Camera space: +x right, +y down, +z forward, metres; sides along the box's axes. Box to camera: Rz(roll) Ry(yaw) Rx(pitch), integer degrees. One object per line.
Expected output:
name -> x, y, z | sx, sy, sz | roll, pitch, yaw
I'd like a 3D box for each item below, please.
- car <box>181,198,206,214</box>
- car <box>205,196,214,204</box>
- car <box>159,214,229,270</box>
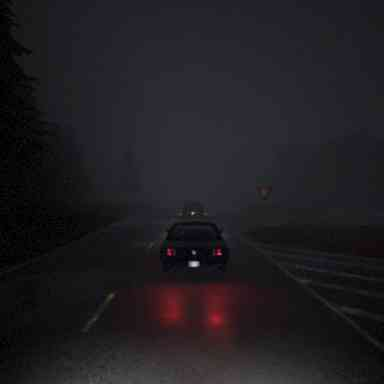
car -> 0.078, 1.489, 30.093 | 1.837, 1.490, 4.892 | -1, 0, 0
car -> 2.976, 1.532, 61.452 | 1.816, 1.474, 4.193 | -6, 0, -2
car -> 0.072, 1.615, 10.981 | 1.895, 1.301, 4.718 | 0, 0, 0
